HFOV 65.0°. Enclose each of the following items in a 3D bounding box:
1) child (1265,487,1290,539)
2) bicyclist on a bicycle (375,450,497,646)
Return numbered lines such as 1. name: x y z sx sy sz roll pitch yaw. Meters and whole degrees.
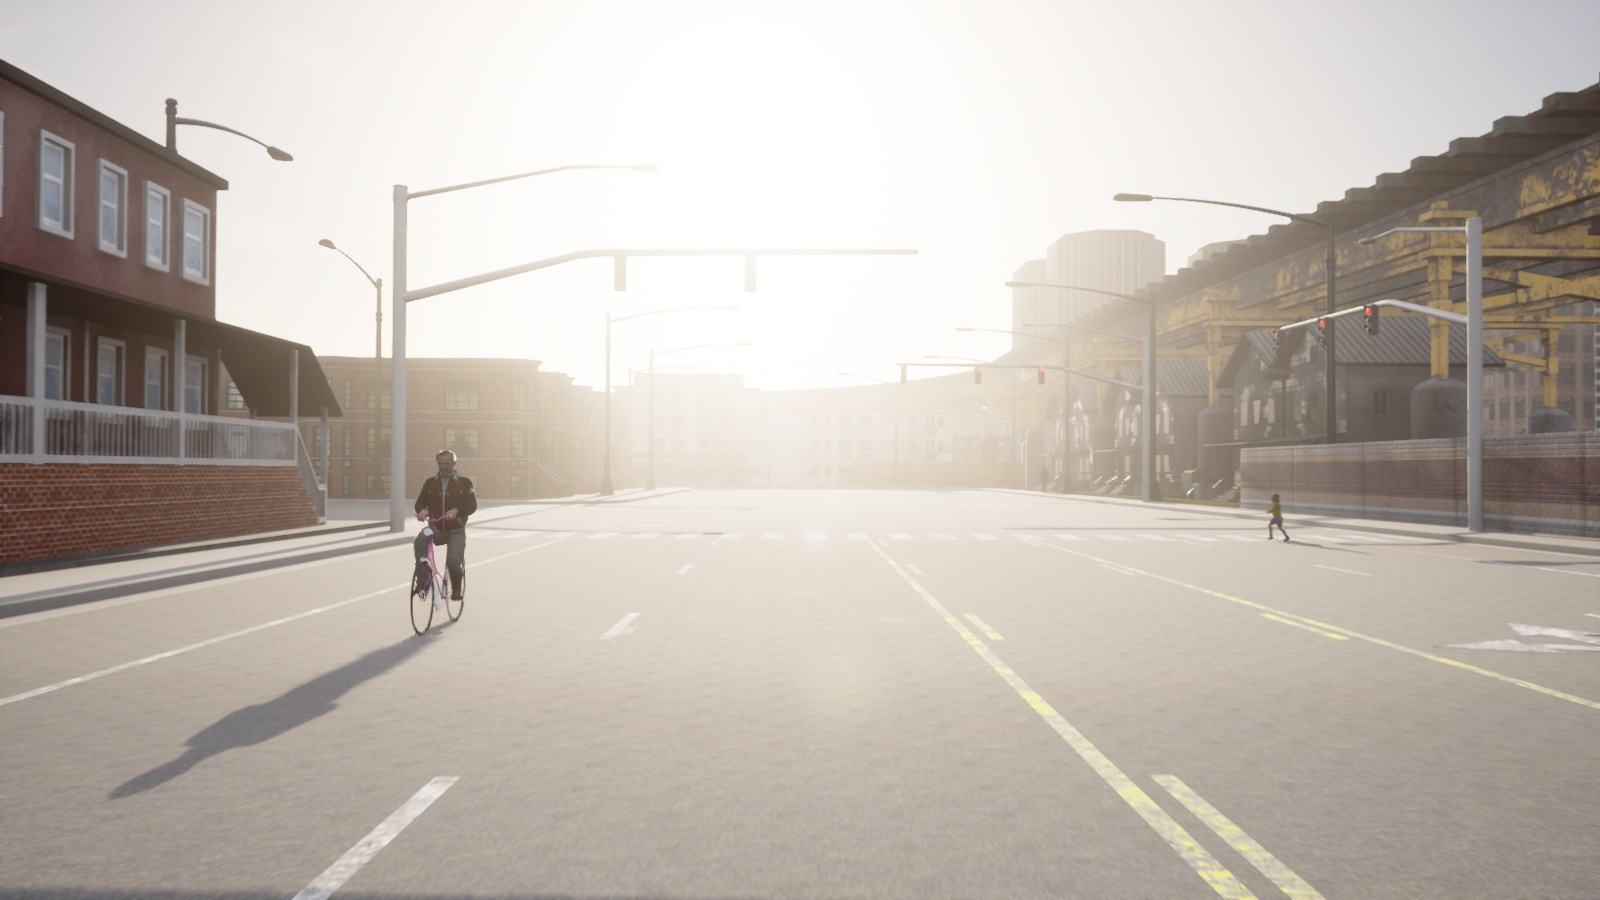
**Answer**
1. child: 10.830 1.425 28.488 0.473 1.160 0.299 0 -1 8
2. bicyclist on a bicycle: -3.526 0.906 12.313 0.659 1.776 1.843 0 -1 0
